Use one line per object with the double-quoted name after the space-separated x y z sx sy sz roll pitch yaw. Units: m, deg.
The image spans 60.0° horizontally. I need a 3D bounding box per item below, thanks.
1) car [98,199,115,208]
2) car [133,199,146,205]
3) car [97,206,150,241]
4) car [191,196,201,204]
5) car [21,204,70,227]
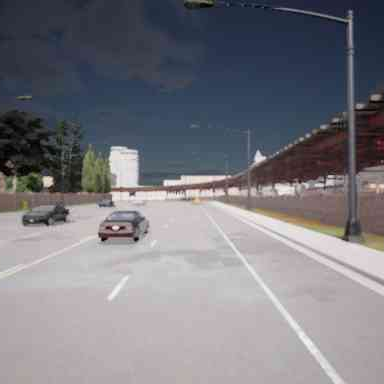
-14.060 1.911 54.951 1.994 1.385 4.181 0 0 0 "car"
-10.520 2.010 66.862 1.895 1.301 4.718 0 0 0 "car"
-3.405 1.658 17.329 2.033 1.411 5.357 0 0 0 "car"
1.202 1.946 77.622 1.801 1.575 5.366 0 0 0 "car"
-10.605 1.633 24.481 1.882 1.535 5.008 0 -1 0 "car"
